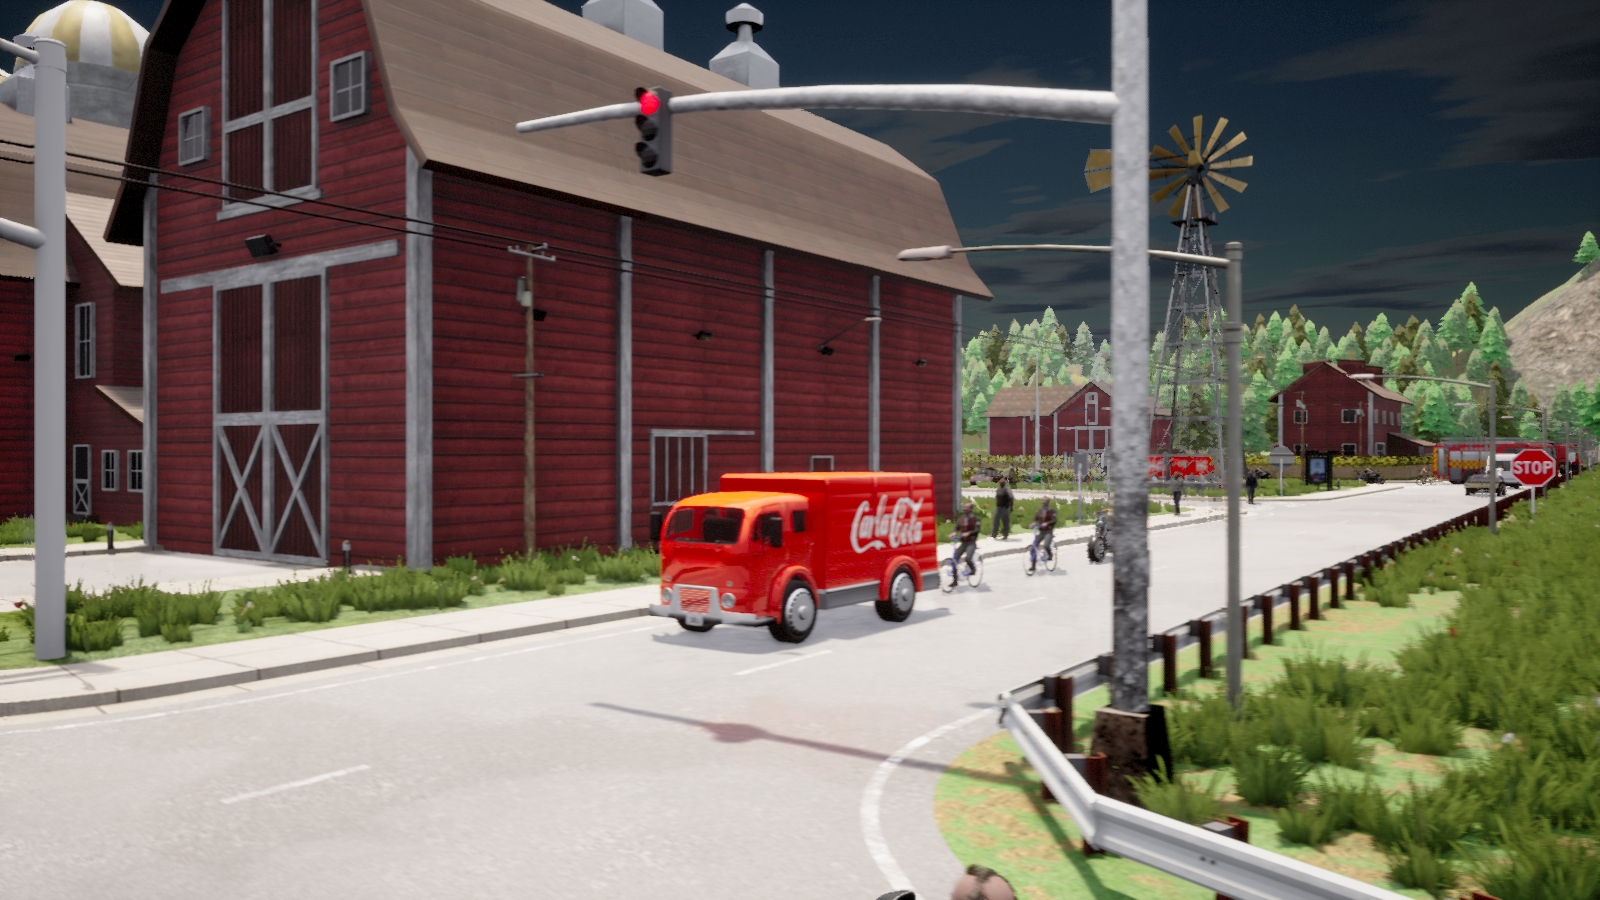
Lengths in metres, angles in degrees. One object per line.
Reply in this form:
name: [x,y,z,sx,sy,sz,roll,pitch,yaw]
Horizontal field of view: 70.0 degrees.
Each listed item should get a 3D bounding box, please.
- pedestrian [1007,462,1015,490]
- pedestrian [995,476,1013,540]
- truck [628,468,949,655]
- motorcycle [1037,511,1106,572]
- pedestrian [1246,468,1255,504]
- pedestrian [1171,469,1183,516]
pedestrian: [14.123,1.707,76.445,0.375,1.860,0.375,0,0,-42]
pedestrian: [5.991,1.701,33.589,0.375,1.860,0.375,0,0,42]
truck: [-0.002,1.572,18.489,2.627,2.467,5.204,0,0,36]
motorcycle: [6.557,2.174,27.483,0.764,1.277,2.356,0,0,36]
pedestrian: [23.181,1.854,58.743,0.375,1.860,0.375,0,0,31]
pedestrian: [15.198,1.702,46.096,0.375,1.860,0.375,0,0,36]
